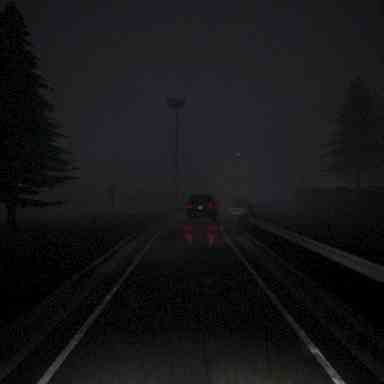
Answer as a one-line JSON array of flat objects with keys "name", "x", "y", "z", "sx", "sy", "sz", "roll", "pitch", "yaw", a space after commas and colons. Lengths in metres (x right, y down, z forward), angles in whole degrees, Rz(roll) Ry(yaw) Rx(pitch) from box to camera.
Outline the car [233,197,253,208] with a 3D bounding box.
[{"name": "car", "x": 7.119, "y": 1.494, "z": 46.775, "sx": 1.812, "sy": 1.442, "sz": 4.674, "roll": 0, "pitch": 0, "yaw": 24}]

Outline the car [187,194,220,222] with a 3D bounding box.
[{"name": "car", "x": 0.948, "y": 1.206, "z": 26.370, "sx": 2.150, "sy": 2.045, "sz": 5.566, "roll": 0, "pitch": 0, "yaw": 8}]
